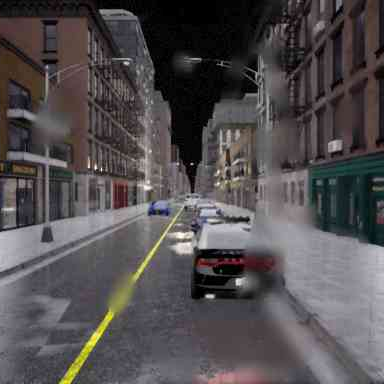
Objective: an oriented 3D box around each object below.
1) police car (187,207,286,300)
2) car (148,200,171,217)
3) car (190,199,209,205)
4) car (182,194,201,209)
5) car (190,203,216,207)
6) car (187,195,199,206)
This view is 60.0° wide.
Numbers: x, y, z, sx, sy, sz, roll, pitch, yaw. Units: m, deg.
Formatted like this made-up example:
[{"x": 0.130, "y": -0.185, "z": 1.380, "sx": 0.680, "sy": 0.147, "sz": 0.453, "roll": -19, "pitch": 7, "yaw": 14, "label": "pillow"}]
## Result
[{"x": 0.918, "y": 1.425, "z": 8.593, "sx": 1.930, "sy": 1.638, "sz": 5.238, "roll": 0, "pitch": 0, "yaw": 0, "label": "police car"}, {"x": -3.034, "y": 1.508, "z": 31.587, "sx": 1.882, "sy": 1.535, "sz": 5.008, "roll": 0, "pitch": 0, "yaw": 0, "label": "car"}, {"x": 0.953, "y": 1.493, "z": 24.484, "sx": 1.882, "sy": 1.535, "sz": 5.008, "roll": 0, "pitch": 0, "yaw": 0, "label": "car"}, {"x": 0.106, "y": 1.296, "z": 45.533, "sx": 2.150, "sy": 2.045, "sz": 5.566, "roll": 0, "pitch": 0, "yaw": 1, "label": "car"}, {"x": 0.940, "y": 1.533, "z": 18.484, "sx": 1.812, "sy": 1.442, "sz": 4.674, "roll": 0, "pitch": 0, "yaw": 0, "label": "car"}, {"x": 0.127, "y": 1.481, "z": 59.489, "sx": 2.097, "sy": 1.767, "sz": 4.553, "roll": 0, "pitch": 0, "yaw": 0, "label": "car"}]
